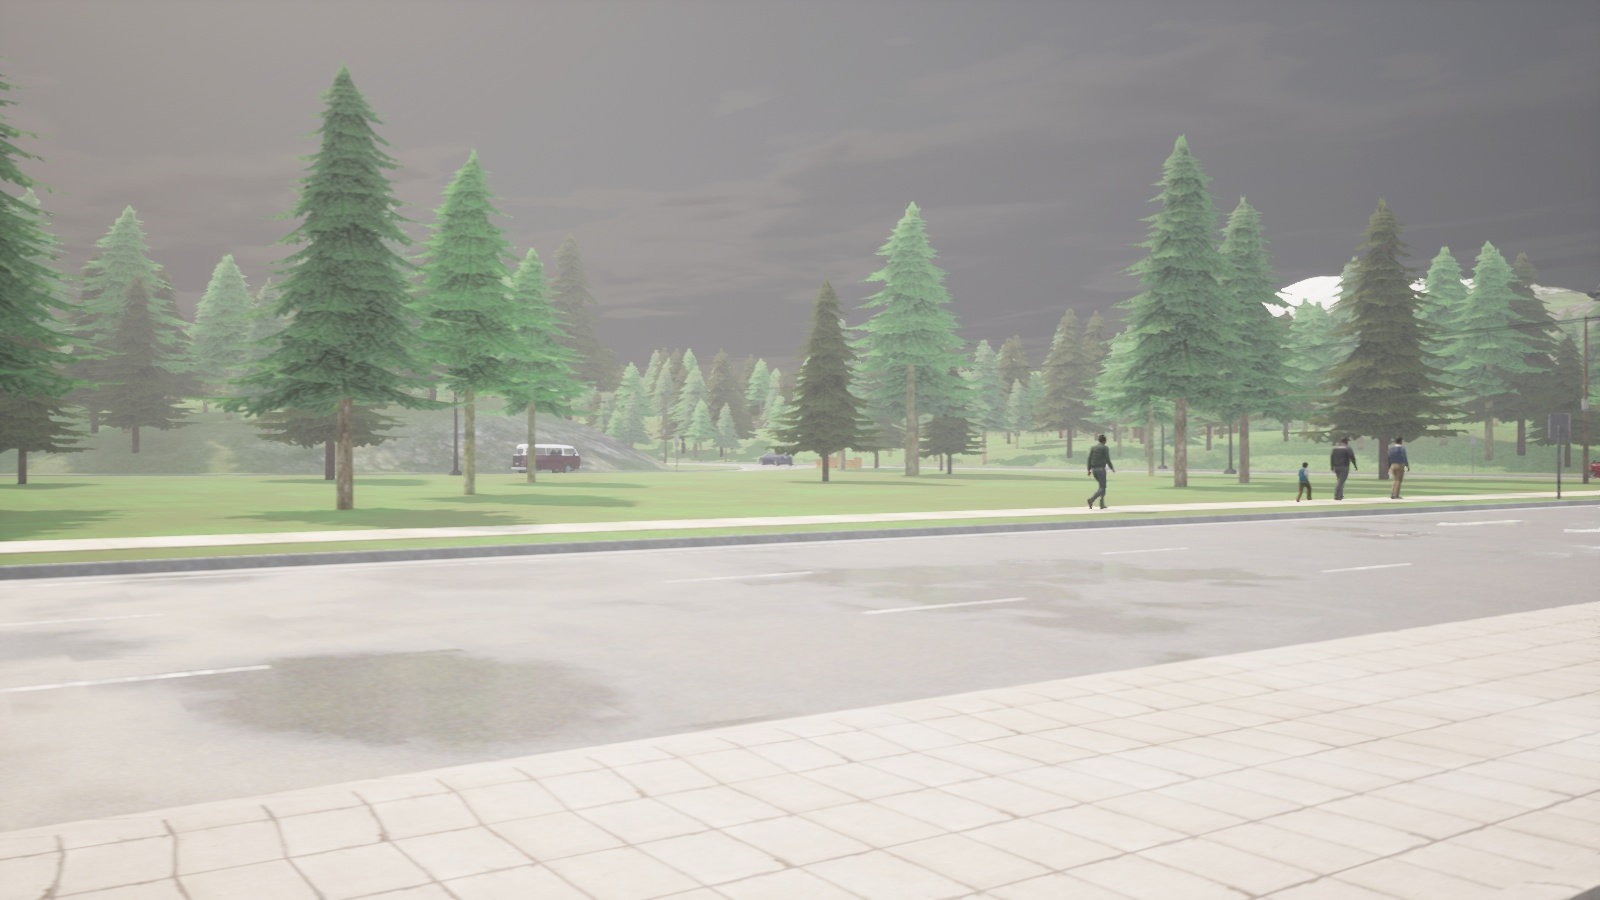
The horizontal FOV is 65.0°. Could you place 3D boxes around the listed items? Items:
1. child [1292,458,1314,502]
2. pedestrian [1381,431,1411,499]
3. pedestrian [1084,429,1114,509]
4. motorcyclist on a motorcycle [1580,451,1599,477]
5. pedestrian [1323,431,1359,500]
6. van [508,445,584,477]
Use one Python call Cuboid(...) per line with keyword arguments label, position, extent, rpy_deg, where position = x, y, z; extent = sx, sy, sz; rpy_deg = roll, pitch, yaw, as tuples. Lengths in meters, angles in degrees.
Cuboid(label="child", position=(13.733, 0.813, 34.281), extent=(0.448, 1.192, 0.343), rpy_deg=(0, 0, -34))
Cuboid(label="pedestrian", position=(17.192, 0.430, 36.227), extent=(0.788, 1.949, 0.423), rpy_deg=(0, 0, -32))
Cuboid(label="pedestrian", position=(6.978, 0.437, 29.282), extent=(0.614, 1.847, 0.353), rpy_deg=(0, 0, -34))
Cuboid(label="motorcyclist on a motorcycle", position=(46.909, 0.793, 73.436), extent=(0.797, 1.523, 2.044), rpy_deg=(0, 0, -34))
Cuboid(label="pedestrian", position=(15.109, 0.432, 35.070), extent=(0.849, 1.883, 0.563), rpy_deg=(0, 0, -33))
Cuboid(label="van", position=(-16.756, 0.701, 83.076), extent=(4.480, 2.038, 2.069), rpy_deg=(0, 0, -40))
